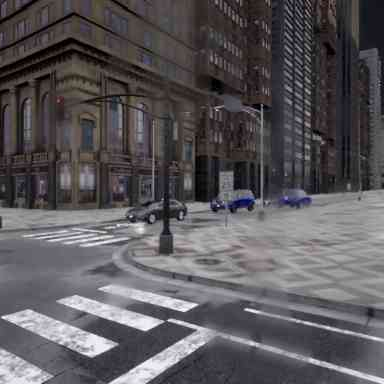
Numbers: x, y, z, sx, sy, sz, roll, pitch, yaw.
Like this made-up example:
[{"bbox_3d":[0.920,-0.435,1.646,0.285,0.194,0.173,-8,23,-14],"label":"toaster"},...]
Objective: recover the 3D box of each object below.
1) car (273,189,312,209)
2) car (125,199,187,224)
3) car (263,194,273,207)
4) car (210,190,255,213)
[{"bbox_3d":[11.027,0.725,35.579,2.150,2.045,5.566,0,1,36],"label":"car"},{"bbox_3d":[-2.297,1.242,22.446,1.837,1.490,4.892,0,1,37],"label":"car"},{"bbox_3d":[9.837,0.949,39.392,2.128,1.511,4.902,0,1,36],"label":"car"},{"bbox_3d":[3.908,0.815,31.141,2.150,2.045,5.566,0,1,36],"label":"car"}]
